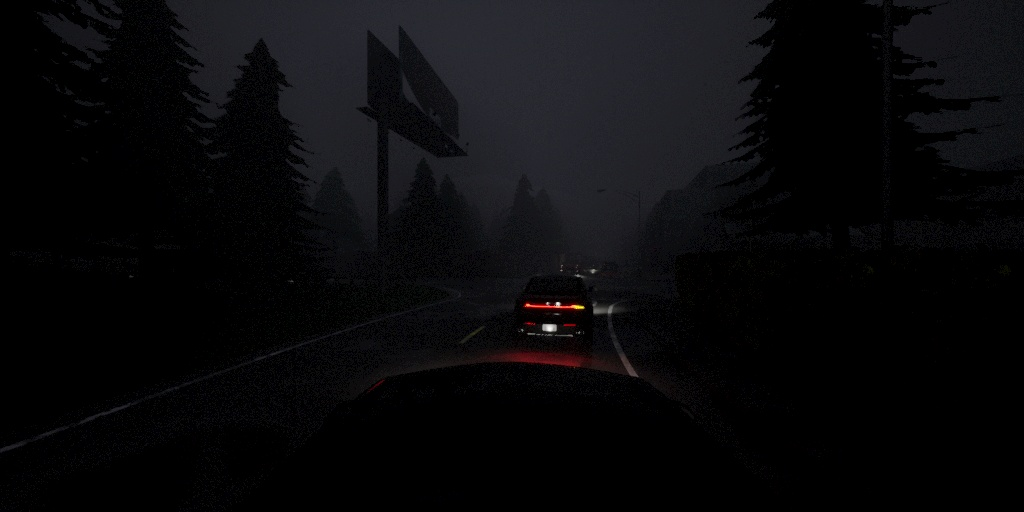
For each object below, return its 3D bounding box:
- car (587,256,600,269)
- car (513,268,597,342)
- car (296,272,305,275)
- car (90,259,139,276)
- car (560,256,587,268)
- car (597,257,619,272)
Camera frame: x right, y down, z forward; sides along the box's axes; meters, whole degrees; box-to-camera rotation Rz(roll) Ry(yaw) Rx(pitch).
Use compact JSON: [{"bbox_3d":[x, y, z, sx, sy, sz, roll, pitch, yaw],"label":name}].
[{"bbox_3d":[11.837,0.970,55.305,2.150,2.045,5.566,0,0,18],"label":"car"},{"bbox_3d":[1.264,1.254,9.876,1.837,1.490,4.892,0,0,11],"label":"car"},{"bbox_3d":[-17.961,1.135,28.042,4.181,1.385,1.994,0,0,17],"label":"car"},{"bbox_3d":[-37.679,1.049,34.189,5.008,1.535,1.882,0,0,18],"label":"car"},{"bbox_3d":[6.635,1.099,39.523,2.097,1.767,4.553,0,0,18],"label":"car"},{"bbox_3d":[12.318,1.238,44.976,2.128,1.511,4.902,0,0,18],"label":"car"}]
